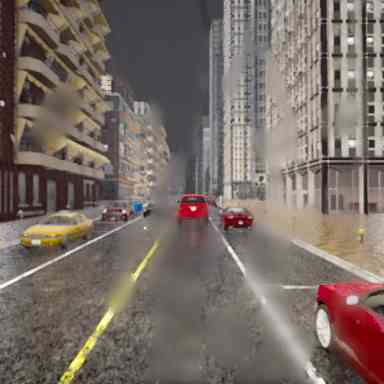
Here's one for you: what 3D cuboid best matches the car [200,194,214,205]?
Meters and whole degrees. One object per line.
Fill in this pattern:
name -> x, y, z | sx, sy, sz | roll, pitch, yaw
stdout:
car -> 2.622, 1.295, 60.198 | 2.192, 1.841, 5.009 | 1, 0, 0

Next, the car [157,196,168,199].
car -> -5.730, 1.561, 60.303 | 1.802, 1.307, 4.206 | 1, 0, 0

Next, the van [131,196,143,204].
van -> -5.699, 1.320, 31.817 | 1.690, 1.788, 3.998 | 1, 0, 0

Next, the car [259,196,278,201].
car -> 17.855, 1.586, 77.576 | 4.403, 1.369, 2.008 | 0, -1, 0

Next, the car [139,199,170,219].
car -> -3.116, 1.580, 29.198 | 1.895, 1.301, 4.718 | 0, 0, 0

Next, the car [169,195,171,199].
car -> -5.735, 1.549, 66.000 | 1.947, 1.339, 4.313 | 1, 0, 0

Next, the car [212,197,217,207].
car -> 2.630, 1.416, 48.800 | 1.967, 1.590, 4.097 | 1, 0, 0

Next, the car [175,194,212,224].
car -> 0.084, 1.205, 24.600 | 2.150, 2.045, 5.566 | 0, 0, 0

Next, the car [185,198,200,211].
car -> 0.063, 1.480, 42.278 | 1.837, 1.490, 4.892 | 0, 0, 0

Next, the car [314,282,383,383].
car -> 2.670, 1.542, 3.215 | 1.887, 1.381, 4.507 | 1, 0, 0

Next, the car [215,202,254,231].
car -> 2.654, 1.529, 20.308 | 1.887, 1.381, 4.507 | 1, 0, 0

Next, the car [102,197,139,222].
car -> -5.696, 1.421, 26.118 | 1.967, 1.590, 4.097 | 1, 0, 0

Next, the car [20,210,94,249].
car -> -5.687, 1.513, 14.554 | 1.752, 1.417, 4.829 | 1, 0, 0
